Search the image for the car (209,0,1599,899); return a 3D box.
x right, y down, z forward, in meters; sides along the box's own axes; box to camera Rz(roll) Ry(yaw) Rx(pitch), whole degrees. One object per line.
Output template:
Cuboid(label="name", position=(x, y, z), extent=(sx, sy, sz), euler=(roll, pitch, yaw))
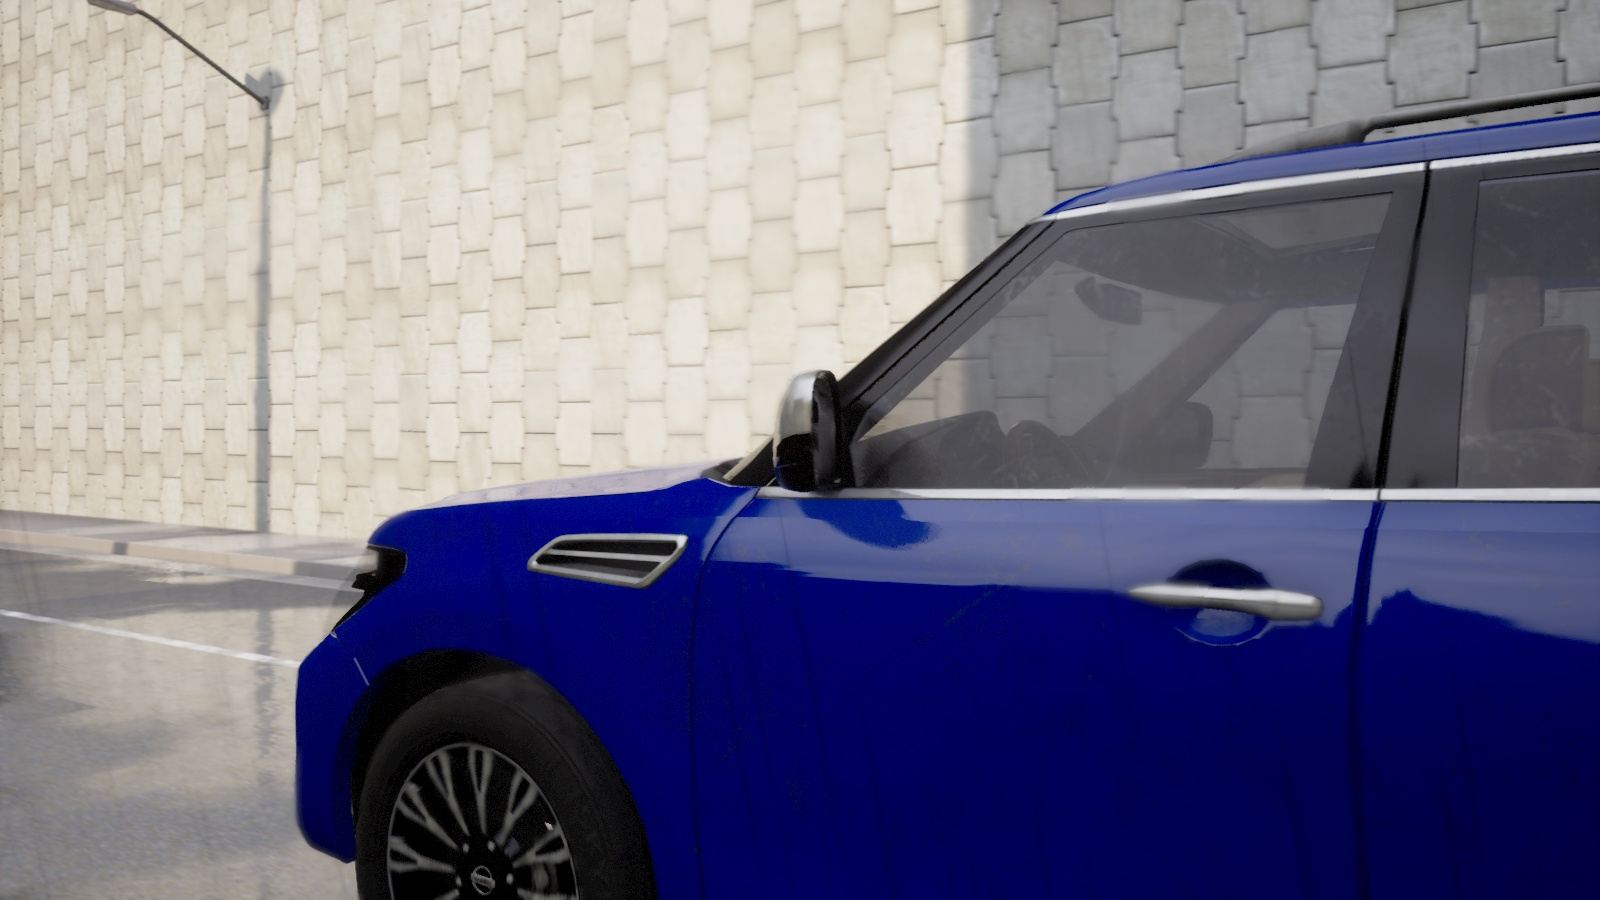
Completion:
Cuboid(label="car", position=(1.342, 0.401, 2.719), extent=(5.566, 2.045, 2.150), euler=(0, 1, 34))
